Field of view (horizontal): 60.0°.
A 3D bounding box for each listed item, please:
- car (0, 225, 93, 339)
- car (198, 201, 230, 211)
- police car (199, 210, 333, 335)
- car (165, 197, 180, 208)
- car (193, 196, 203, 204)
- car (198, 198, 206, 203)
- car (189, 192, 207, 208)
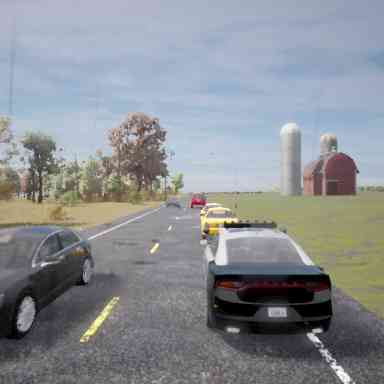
[{"bbox_3d":[-3.454,1.506,6.664,1.837,1.490,4.892,0,0,1],"label":"car"},{"bbox_3d":[1.376,1.456,17.174,1.801,1.575,5.366,0,0,1],"label":"car"},{"bbox_3d":[1.203,1.426,7.095,1.930,1.638,5.238,0,0,1],"label":"police car"},{"bbox_3d":[-2.747,1.495,47.680,1.837,1.490,4.892,0,0,1],"label":"car"},{"bbox_3d":[1.134,1.483,64.168,1.837,1.490,4.892,0,0,1],"label":"car"},{"bbox_3d":[1.479,1.455,23.174,1.801,1.575,5.366,0,0,1],"label":"car"},{"bbox_3d":[0.906,1.212,47.273,2.150,2.045,5.566,0,0,0],"label":"car"}]
